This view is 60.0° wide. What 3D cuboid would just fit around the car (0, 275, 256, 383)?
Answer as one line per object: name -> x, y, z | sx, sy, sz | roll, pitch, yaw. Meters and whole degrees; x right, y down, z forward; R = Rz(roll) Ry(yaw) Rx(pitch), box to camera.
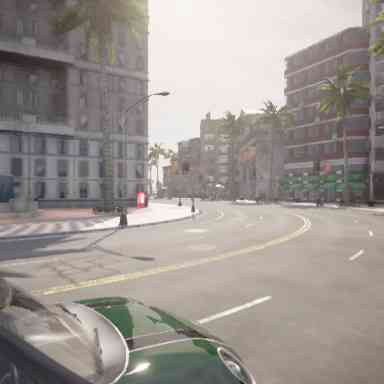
car -> -1.643, 1.344, 2.107 | 4.553, 1.767, 2.097 | 0, 0, -35
